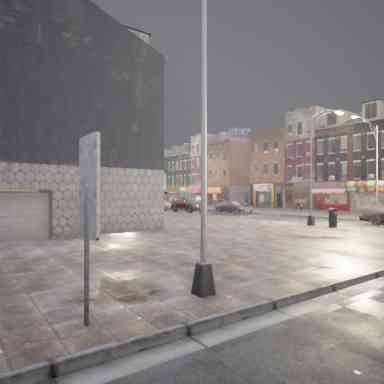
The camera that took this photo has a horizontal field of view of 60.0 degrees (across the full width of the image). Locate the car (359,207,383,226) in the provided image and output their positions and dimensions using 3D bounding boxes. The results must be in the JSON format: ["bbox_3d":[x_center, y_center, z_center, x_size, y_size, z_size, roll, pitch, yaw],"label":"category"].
[{"bbox_3d":[13.683,1.579,21.398,2.033,1.411,5.357,0,0,-32],"label":"car"}]

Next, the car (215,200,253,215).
[{"bbox_3d":[4.288,1.614,34.899,1.812,1.442,4.674,0,-1,-36],"label":"car"}]

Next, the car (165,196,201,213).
[{"bbox_3d":[-0.477,1.412,37.201,2.192,1.841,5.009,0,0,-36],"label":"car"}]
